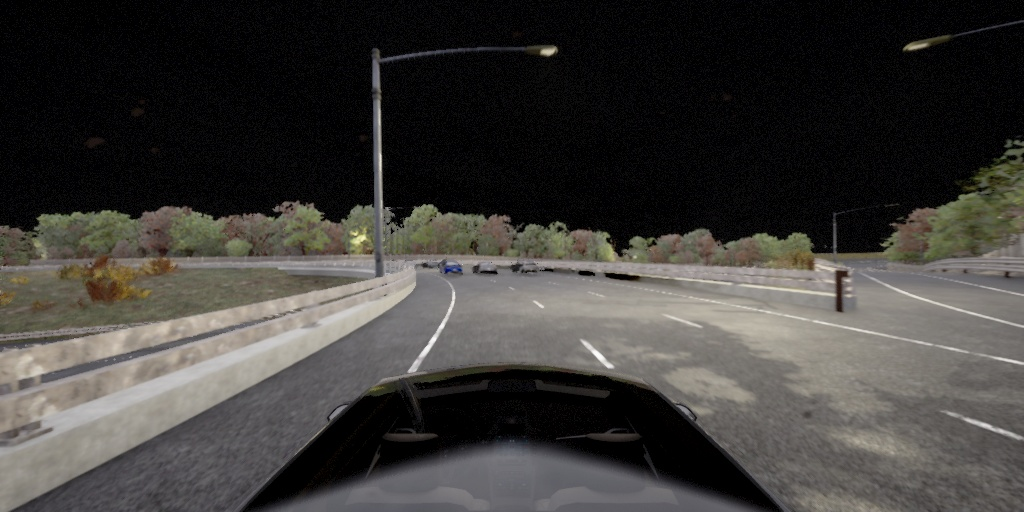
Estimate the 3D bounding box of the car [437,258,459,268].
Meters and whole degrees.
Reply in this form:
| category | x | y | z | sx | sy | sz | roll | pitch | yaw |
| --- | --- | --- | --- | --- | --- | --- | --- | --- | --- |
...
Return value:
| category | x | y | z | sx | sy | sz | roll | pitch | yaw |
| --- | --- | --- | --- | --- | --- | --- | --- | --- | --- |
| car | -11.526 | 1.226 | 64.209 | 2.097 | 1.767 | 4.553 | -1 | 0 | -33 |

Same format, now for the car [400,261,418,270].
| category | x | y | z | sx | sy | sz | roll | pitch | yaw |
| --- | --- | --- | --- | --- | --- | --- | --- | --- | --- |
| car | -17.503 | 1.545 | 60.581 | 1.994 | 1.385 | 4.181 | -1 | 0 | -34 |

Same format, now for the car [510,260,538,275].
| category | x | y | z | sx | sy | sz | roll | pitch | yaw |
| --- | --- | --- | --- | --- | --- | --- | --- | --- | --- |
| car | 1.199 | 1.178 | 38.022 | 2.128 | 1.511 | 4.902 | -1 | 0 | -18 |

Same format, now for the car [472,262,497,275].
| category | x | y | z | sx | sy | sz | roll | pitch | yaw |
| --- | --- | --- | --- | --- | --- | --- | --- | --- | --- |
| car | -3.104 | 1.322 | 39.624 | 1.994 | 1.385 | 4.181 | -1 | 0 | -20 |

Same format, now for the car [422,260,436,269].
| category | x | y | z | sx | sy | sz | roll | pitch | yaw |
| --- | --- | --- | --- | --- | --- | --- | --- | --- | --- |
| car | -13.989 | 1.412 | 61.575 | 2.128 | 1.511 | 4.902 | -1 | 0 | -34 |

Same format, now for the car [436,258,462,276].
| category | x | y | z | sx | sy | sz | roll | pitch | yaw |
| --- | --- | --- | --- | --- | --- | --- | --- | --- | --- |
| car | -6.820 | 1.300 | 39.670 | 1.882 | 1.535 | 5.008 | -1 | 0 | -20 |
